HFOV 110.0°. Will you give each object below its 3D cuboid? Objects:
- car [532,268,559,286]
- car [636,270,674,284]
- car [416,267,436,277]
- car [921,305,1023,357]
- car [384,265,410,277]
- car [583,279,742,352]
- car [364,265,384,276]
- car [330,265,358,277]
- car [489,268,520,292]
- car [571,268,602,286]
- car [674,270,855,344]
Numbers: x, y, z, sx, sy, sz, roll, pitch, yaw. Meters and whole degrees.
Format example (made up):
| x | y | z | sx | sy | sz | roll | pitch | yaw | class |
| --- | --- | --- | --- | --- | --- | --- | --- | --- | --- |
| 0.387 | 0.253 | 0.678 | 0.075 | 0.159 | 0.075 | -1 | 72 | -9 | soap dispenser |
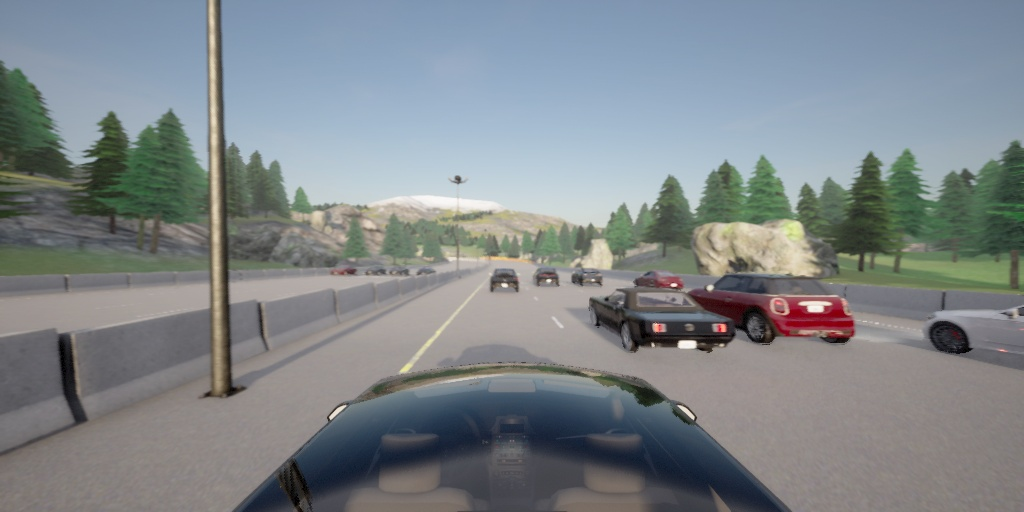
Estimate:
| x | y | z | sx | sy | sz | roll | pitch | yaw | class |
| --- | --- | --- | --- | --- | --- | --- | --- | --- | --- |
| 2.835 | 1.739 | 30.490 | 1.837 | 1.490 | 4.892 | 0 | -1 | -1 | car |
| 9.987 | 1.689 | 24.558 | 1.812 | 1.442 | 4.674 | 0 | -1 | -1 | car |
| -11.779 | 2.130 | 49.311 | 1.994 | 1.385 | 4.181 | 0 | -1 | -1 | car |
| 10.450 | 1.406 | 6.316 | 1.812 | 1.442 | 4.674 | 0 | -1 | -1 | car |
| -15.269 | 2.033 | 48.725 | 1.837 | 1.490 | 4.892 | 0 | -2 | -1 | car |
| 3.374 | 1.465 | 9.230 | 1.895 | 1.301 | 4.718 | 0 | -1 | -1 | car |
| -18.782 | 2.030 | 49.646 | 1.837 | 1.490 | 4.892 | 0 | -2 | -1 | car |
| -22.250 | 1.928 | 47.616 | 1.882 | 1.535 | 5.008 | 0 | -1 | -1 | car |
| -0.514 | 1.590 | 24.489 | 1.837 | 1.490 | 4.892 | 0 | -1 | -1 | car |
| 6.333 | 1.753 | 30.618 | 2.128 | 1.511 | 4.902 | 0 | -1 | -1 | car |
| 6.850 | 1.256 | 10.278 | 2.097 | 1.767 | 4.553 | 0 | -1 | -1 | car |
